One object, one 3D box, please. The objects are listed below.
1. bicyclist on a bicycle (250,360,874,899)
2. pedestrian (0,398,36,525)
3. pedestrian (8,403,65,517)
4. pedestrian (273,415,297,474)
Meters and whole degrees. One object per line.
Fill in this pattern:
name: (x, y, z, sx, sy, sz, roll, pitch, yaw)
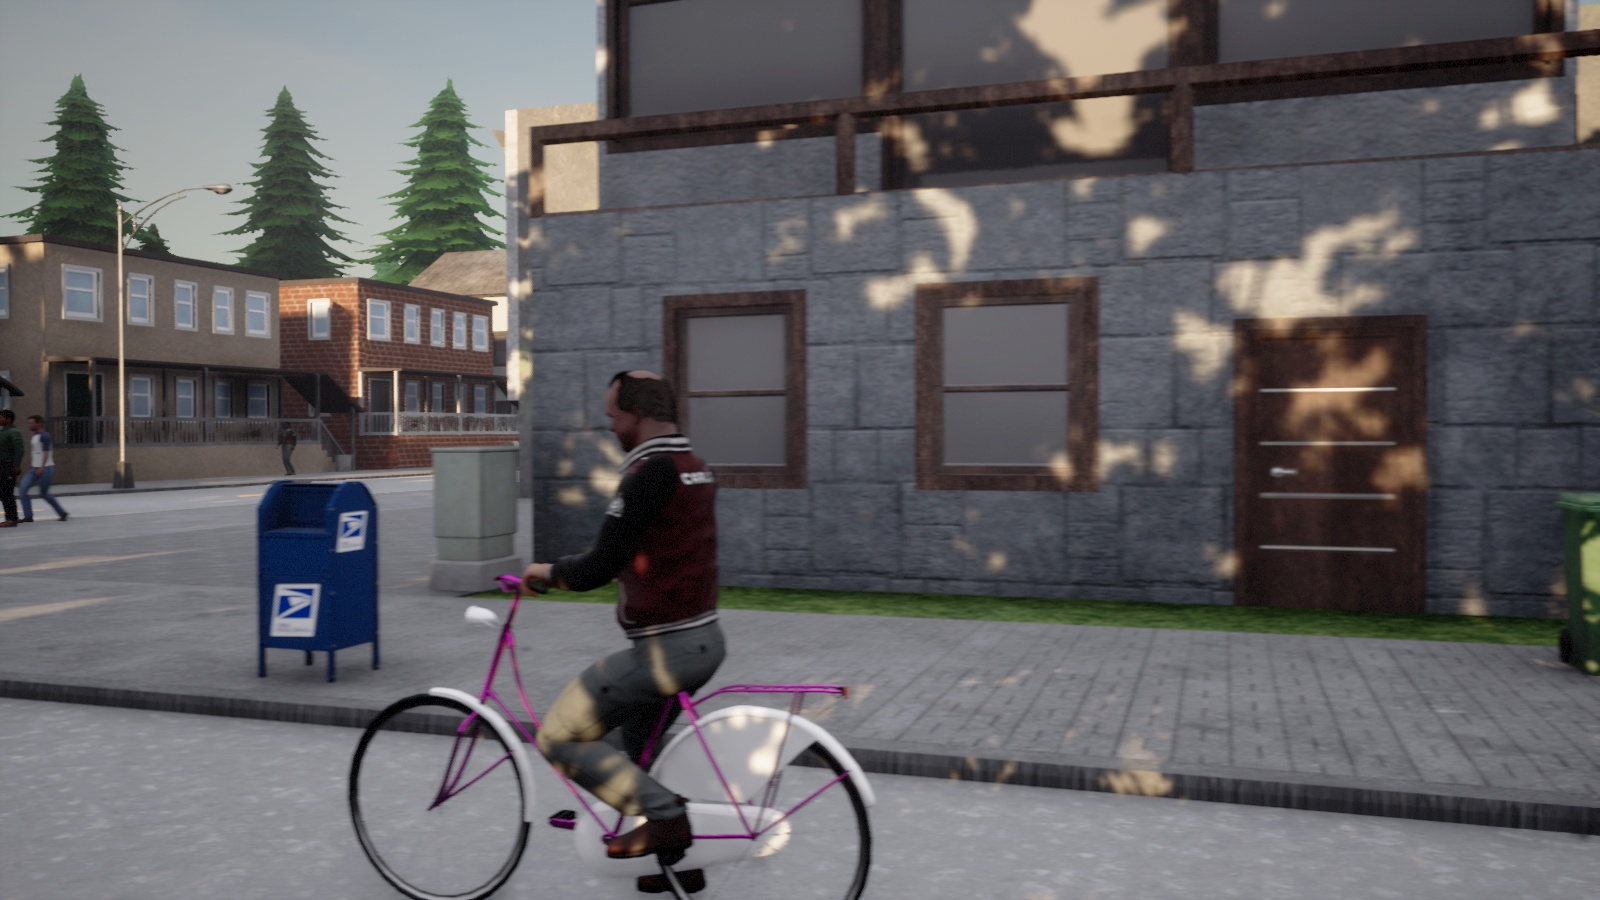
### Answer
bicyclist on a bicycle: (-0.752, 0.631, 3.966, 1.843, 1.776, 0.659, 1, 1, 19)
pedestrian: (-12.416, 0.176, 19.578, 0.788, 1.949, 0.423, -1, 1, -42)
pedestrian: (-12.501, 0.160, 20.566, 0.354, 1.836, 0.706, 1, 1, 37)
pedestrian: (-17.099, -0.196, 41.669, 0.402, 1.930, 0.666, 1, 1, 18)
